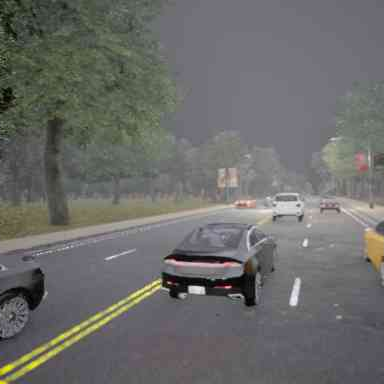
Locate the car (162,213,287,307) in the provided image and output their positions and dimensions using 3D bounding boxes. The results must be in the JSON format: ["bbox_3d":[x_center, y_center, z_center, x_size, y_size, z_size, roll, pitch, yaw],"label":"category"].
[{"bbox_3d":[0.923,1.493,8.118,2.128,1.511,4.902,-2,0,20],"label":"car"}]

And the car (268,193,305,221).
[{"bbox_3d":[7.600,1.105,26.076,2.150,2.045,5.566,-2,0,20],"label":"car"}]

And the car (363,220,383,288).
[{"bbox_3d":[5.579,1.360,8.342,1.882,1.535,5.008,-2,0,20],"label":"car"}]

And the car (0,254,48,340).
[{"bbox_3d":[-4.186,1.613,4.285,2.128,1.511,4.902,-2,0,20],"label":"car"}]

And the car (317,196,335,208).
[{"bbox_3d":[17.423,1.263,43.404,2.033,1.411,5.357,-2,0,20],"label":"car"}]

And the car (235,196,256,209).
[{"bbox_3d":[7.021,1.328,43.678,2.097,1.767,4.553,-2,0,21],"label":"car"}]

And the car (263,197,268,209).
[{"bbox_3d":[10.552,1.380,43.839,2.128,1.511,4.902,-2,0,21],"label":"car"}]

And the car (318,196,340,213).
[{"bbox_3d":[13.796,1.304,33.455,2.033,1.411,5.357,-2,0,21],"label":"car"}]
